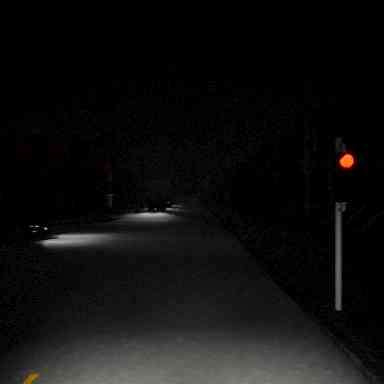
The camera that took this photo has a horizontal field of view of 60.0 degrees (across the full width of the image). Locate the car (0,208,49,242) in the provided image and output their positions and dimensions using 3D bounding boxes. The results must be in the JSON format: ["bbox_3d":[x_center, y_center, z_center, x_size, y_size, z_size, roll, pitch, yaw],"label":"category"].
[{"bbox_3d":[-9.428,1.505,15.837,4.892,1.490,1.837,0,0,-2],"label":"car"}]

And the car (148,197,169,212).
[{"bbox_3d":[-4.099,1.601,39.424,1.895,1.301,4.718,0,0,0],"label":"car"}]

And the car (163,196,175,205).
[{"bbox_3d":[-4.054,1.525,58.541,1.812,1.442,4.674,0,0,0],"label":"car"}]

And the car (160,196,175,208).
[{"bbox_3d":[-4.087,1.352,48.387,2.097,1.767,4.553,0,0,0],"label":"car"}]
